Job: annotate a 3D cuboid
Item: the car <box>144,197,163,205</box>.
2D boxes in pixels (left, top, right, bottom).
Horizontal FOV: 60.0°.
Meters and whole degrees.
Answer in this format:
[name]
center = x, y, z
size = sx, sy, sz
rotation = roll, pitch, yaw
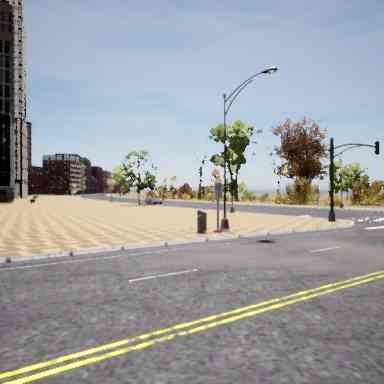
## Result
[car]
center = -7.373, 1.732, 63.123
size = 2.033, 1.411, 5.357
rotation = 0, 0, -29
